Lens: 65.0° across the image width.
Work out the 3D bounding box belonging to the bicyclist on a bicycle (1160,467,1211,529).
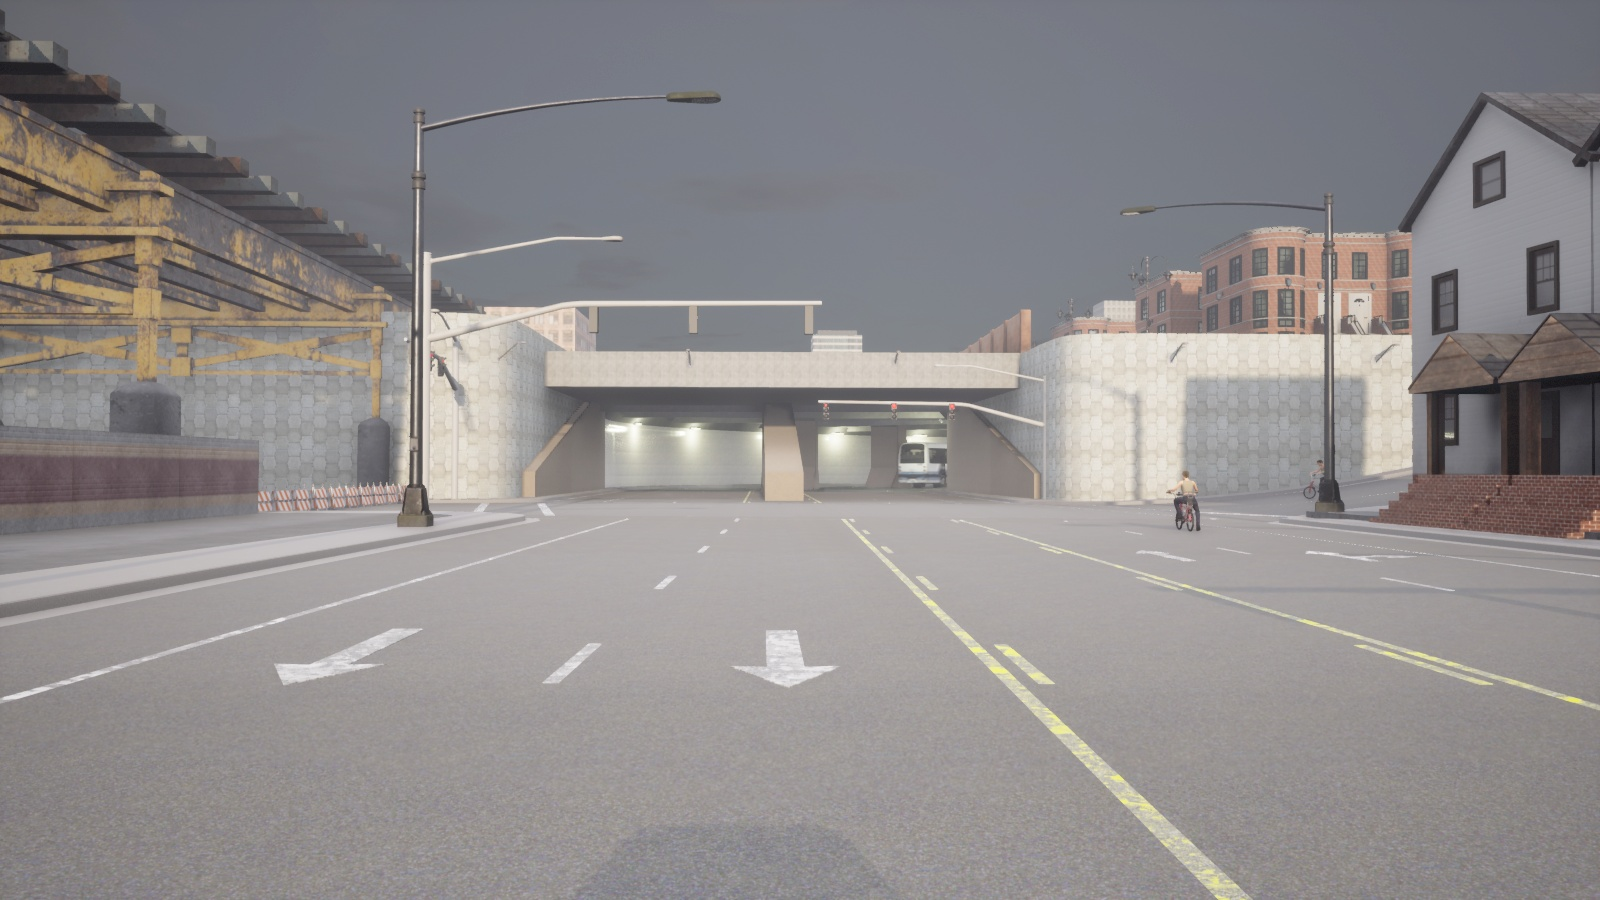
[{"bbox_3d":[10.309,1.273,33.622,0.866,1.612,1.509,0,-1,0],"label":"bicyclist on a bicycle"}]
